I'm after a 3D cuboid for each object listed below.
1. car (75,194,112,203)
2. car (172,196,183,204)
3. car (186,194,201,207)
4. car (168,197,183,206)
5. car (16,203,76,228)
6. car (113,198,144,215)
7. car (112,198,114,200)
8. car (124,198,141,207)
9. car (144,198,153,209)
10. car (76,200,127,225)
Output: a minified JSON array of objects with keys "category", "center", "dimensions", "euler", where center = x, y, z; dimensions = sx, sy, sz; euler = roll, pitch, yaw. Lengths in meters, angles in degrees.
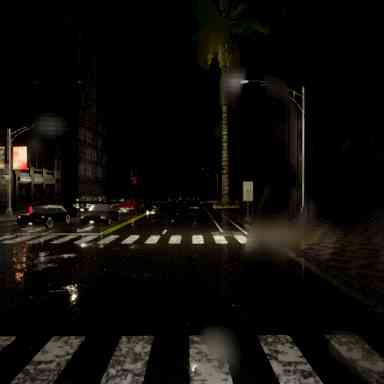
[{"category":"car","center":[-9.708,1.231,32.144],"dimensions":[2.150,2.045,5.566],"euler":[0,0,0]},{"category":"car","center":[-2.870,1.632,67.690],"dimensions":[1.994,1.385,4.181],"euler":[0,0,0]},{"category":"car","center":[0.229,1.258,53.439],"dimensions":[2.150,2.045,5.566],"euler":[0,0,0]},{"category":"car","center":[-2.913,1.605,55.509],"dimensions":[1.994,1.385,4.181],"euler":[0,0,0]},{"category":"car","center":[-9.766,1.605,22.386],"dimensions":[1.895,1.301,4.718],"euler":[0,0,1]},{"category":"car","center":[-6.445,1.536,34.145],"dimensions":[1.812,1.442,4.674],"euler":[0,0,0]},{"category":"car","center":[-9.657,1.510,42.428],"dimensions":[2.128,1.511,4.902],"euler":[0,0,1]},{"category":"car","center":[-9.553,1.639,54.108],"dimensions":[1.895,1.301,4.718],"euler":[0,0,1]},{"category":"car","center":[-6.395,1.526,44.575],"dimensions":[1.837,1.490,4.892],"euler":[0,0,0]},{"category":"car","center":[-6.495,1.553,24.189],"dimensions":[2.033,1.411,5.357],"euler":[0,0,0]}]
